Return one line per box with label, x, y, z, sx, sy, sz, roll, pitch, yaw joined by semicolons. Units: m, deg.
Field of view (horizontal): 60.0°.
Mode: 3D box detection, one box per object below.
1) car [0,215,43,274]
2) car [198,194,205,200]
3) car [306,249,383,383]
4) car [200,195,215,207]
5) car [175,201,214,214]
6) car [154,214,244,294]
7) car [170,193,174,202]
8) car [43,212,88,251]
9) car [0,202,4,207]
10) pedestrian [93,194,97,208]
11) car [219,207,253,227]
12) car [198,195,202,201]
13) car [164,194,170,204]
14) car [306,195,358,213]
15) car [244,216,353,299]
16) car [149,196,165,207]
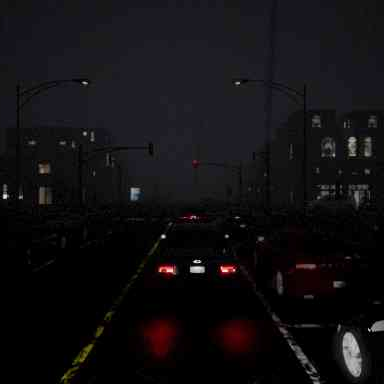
car;-5.695;1.441;8.292;1.967;1.590;4.097;0;0;0
car;2.586;1.458;90.712;1.967;1.590;4.097;0;0;0
car;2.691;1.551;2.593;2.008;1.369;4.403;0;0;0
car;2.632;1.572;52.059;1.947;1.339;4.313;0;0;0
car;0.077;1.507;19.462;1.837;1.490;4.892;0;0;0
car;0.089;1.548;8.941;2.033;1.411;5.357;0;0;0
car;-5.775;1.451;74.149;1.967;1.590;4.097;0;0;0
car;-5.703;1.552;13.984;2.008;1.369;4.403;0;0;0
car;-25.499;1.447;40.427;4.829;1.417;1.752;0;-1;1
pedestrian;-12.603;1.135;43.187;0.375;1.860;0.375;0;-1;1
car;2.671;1.553;19.669;2.008;1.369;4.403;0;0;0
car;2.618;1.590;63.101;1.802;1.307;4.206;0;0;0
car;-5.762;1.559;63.105;2.008;1.369;4.403;0;0;0
car;15.567;1.315;37.253;5.566;2.045;2.150;0;0;1
car;2.685;1.546;8.285;1.887;1.381;4.507;0;0;0
car;-5.749;1.588;52.062;1.802;1.307;4.206;0;0;0
